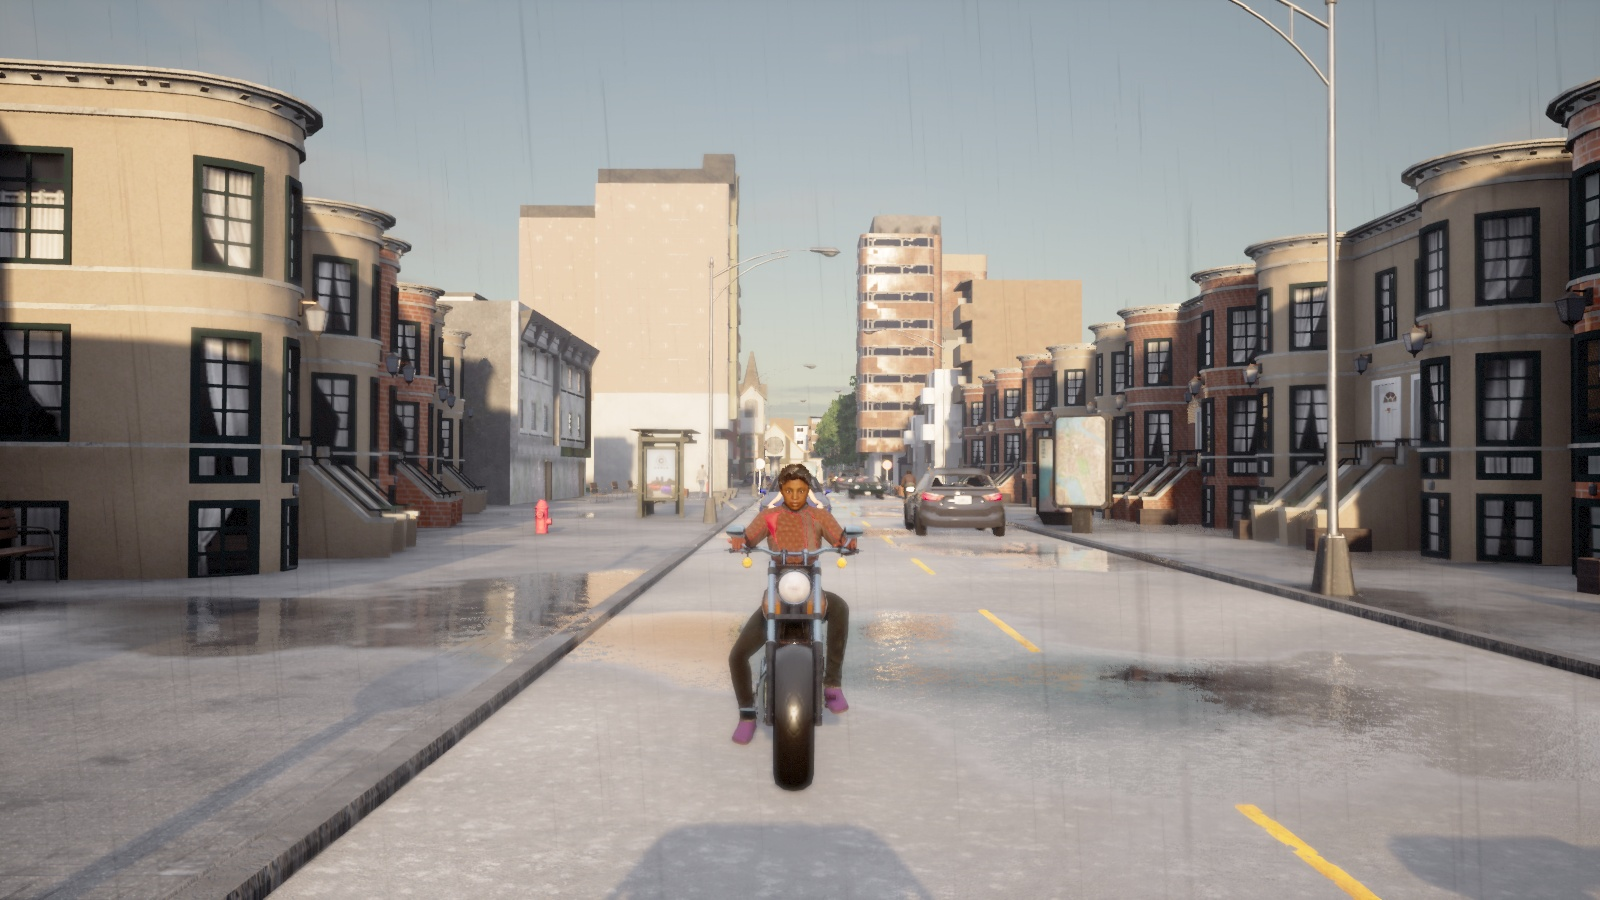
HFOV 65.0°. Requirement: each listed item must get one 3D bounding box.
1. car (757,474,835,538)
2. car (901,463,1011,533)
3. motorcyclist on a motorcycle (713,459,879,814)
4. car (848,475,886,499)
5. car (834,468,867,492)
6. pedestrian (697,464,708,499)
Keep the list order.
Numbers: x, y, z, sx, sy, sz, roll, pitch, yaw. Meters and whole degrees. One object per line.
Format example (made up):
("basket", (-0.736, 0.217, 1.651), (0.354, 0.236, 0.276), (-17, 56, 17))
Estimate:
("car", (-0.102, 1.354, 31.378), (1.816, 1.474, 4.193), (0, -1, 0))
("car", (3.895, 1.182, 32.176), (2.242, 1.667, 4.611), (0, -1, 0))
("motorcyclist on a motorcycle", (-0.025, 0.883, 7.031), (0.766, 1.649, 2.350), (0, -1, 0))
("car", (3.758, 2.098, 71.487), (1.895, 1.301, 4.718), (0, -1, 0))
("car", (3.658, 2.181, 91.722), (2.242, 1.667, 4.611), (0, -1, 0))
("pedestrian", (-5.118, 1.646, 65.745), (0.354, 1.836, 0.706), (0, -1, 16))
